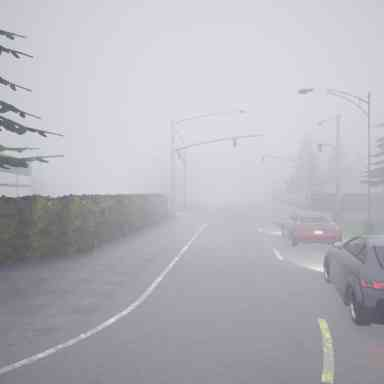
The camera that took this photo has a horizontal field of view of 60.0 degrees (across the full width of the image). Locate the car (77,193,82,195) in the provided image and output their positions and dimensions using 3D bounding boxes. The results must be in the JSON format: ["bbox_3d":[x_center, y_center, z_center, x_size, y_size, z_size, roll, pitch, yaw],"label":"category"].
[{"bbox_3d":[-26.288,1.077,78.179,1.905,1.878,3.866,0,0,7],"label":"car"}]

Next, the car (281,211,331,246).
[{"bbox_3d":[5.277,1.564,15.143,1.994,1.385,4.181,0,0,8],"label":"car"}]

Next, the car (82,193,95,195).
[{"bbox_3d":[-23.353,1.097,78.207,1.932,1.855,4.605,0,0,7],"label":"car"}]

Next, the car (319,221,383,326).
[{"bbox_3d":[4.002,1.564,6.830,1.994,1.385,4.181,0,0,14],"label":"car"}]

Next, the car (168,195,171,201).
[{"bbox_3d":[-4.948,1.373,75.634,1.845,1.501,3.633,0,0,7],"label":"car"}]
